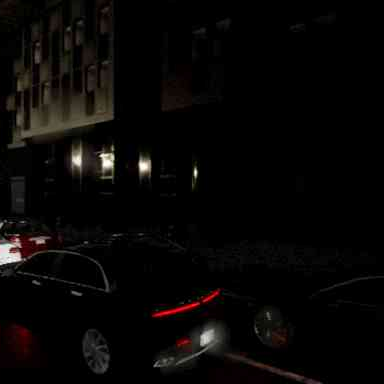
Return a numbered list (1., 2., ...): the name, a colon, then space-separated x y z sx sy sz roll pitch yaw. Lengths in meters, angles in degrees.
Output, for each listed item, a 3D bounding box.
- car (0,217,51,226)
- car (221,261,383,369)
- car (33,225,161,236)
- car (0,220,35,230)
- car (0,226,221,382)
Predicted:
1. car: -6.177 1.553 11.305 4.097 1.590 1.967 0 -1 37
2. car: 2.802 1.640 4.604 4.313 1.339 1.947 0 -1 37
3. car: -1.687 1.644 7.953 4.403 1.369 2.008 0 -1 37
4. car: -6.527 1.612 9.238 4.674 1.442 1.812 0 -1 37
5. car: -1.754 1.570 5.603 4.892 1.490 1.837 0 -1 37
